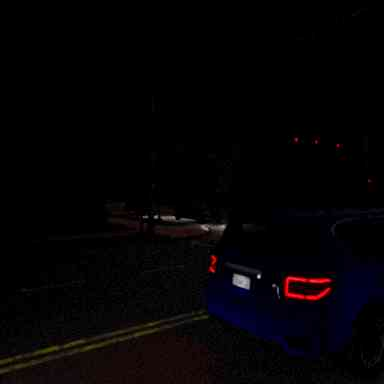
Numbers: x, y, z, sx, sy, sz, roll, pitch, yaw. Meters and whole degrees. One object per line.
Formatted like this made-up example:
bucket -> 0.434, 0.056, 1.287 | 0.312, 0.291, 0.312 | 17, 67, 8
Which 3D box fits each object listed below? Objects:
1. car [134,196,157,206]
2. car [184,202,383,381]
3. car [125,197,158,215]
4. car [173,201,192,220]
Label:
car -> -8.025, 1.526, 57.119 | 1.882, 1.535, 5.008 | 0, 0, -35
car -> 2.806, 1.232, 5.737 | 5.566, 2.045, 2.150 | 0, 0, -35
car -> -5.257, 1.519, 34.324 | 2.128, 1.511, 4.902 | 0, 0, -35
car -> 0.402, 1.508, 26.114 | 1.882, 1.535, 5.008 | 0, 0, -35
